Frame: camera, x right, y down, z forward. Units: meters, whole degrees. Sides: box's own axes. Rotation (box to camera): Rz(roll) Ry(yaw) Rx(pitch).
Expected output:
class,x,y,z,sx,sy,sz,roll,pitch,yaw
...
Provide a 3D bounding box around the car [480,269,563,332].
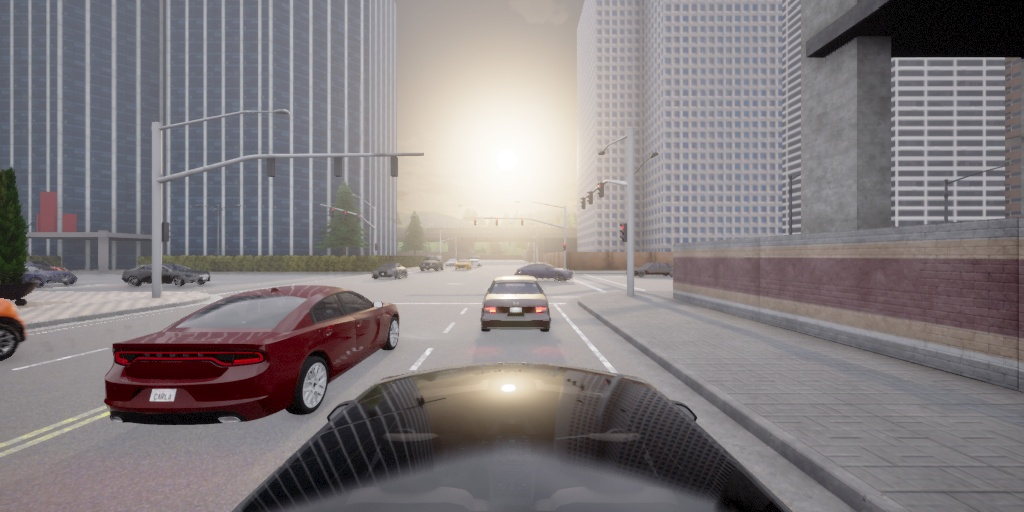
class,x,y,z,sx,sy,sz,roll,pitch,yaw
car,0.092,1.297,10.842,2.033,1.411,5.357,0,0,0

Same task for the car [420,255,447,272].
class,x,y,z,sx,sy,sz,roll,pitch,yaw
car,-10.556,0.966,47.432,2.150,2.045,5.566,0,1,0

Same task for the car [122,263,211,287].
class,x,y,z,sx,sy,sz,roll,pitch,yaw
car,-22.785,1.241,23.758,4.902,1.511,2.128,0,0,1

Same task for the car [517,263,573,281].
class,x,y,z,sx,sy,sz,roll,pitch,yaw
car,2.512,1.276,28.662,4.674,1.442,1.812,0,1,23

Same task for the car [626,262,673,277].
class,x,y,z,sx,sy,sz,roll,pitch,yaw
car,13.922,1.297,34.818,5.357,1.411,2.033,0,0,0

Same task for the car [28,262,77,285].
class,x,y,z,sx,sy,sz,roll,pitch,yaw
car,-31.876,1.276,23.710,4.674,1.442,1.812,0,0,0

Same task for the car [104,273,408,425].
class,x,y,z,sx,sy,sz,roll,pitch,yaw
car,-3.439,1.228,6.030,1.882,1.535,5.008,0,0,0

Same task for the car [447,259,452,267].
class,x,y,z,sx,sy,sz,roll,pitch,yaw
car,-10.503,1.275,63.029,1.812,1.442,4.674,0,0,0

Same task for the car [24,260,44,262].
class,x,y,z,sx,sy,sz,roll,pitch,yaw
car,-36.538,1.102,27.176,4.553,1.767,2.097,0,0,0

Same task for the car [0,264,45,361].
class,x,y,z,sx,sy,sz,roll,pitch,yaw
car,-10.597,1.102,5.015,2.097,1.767,4.553,0,0,0

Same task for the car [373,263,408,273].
class,x,y,z,sx,sy,sz,roll,pitch,yaw
car,-10.573,1.314,31.334,1.994,1.385,4.181,0,0,0

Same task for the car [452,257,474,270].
class,x,y,z,sx,sy,sz,roll,pitch,yaw
car,-7.048,1.227,52.046,1.882,1.535,5.008,0,0,0
